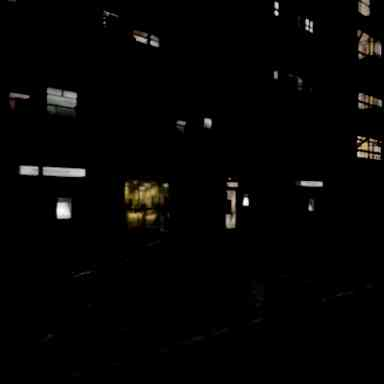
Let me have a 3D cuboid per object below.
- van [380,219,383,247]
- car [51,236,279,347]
[{"bbox_3d":[8.955,1.482,12.945,3.998,1.788,1.690,1,0,-36],"label":"van"},{"bbox_3d":[-0.263,1.576,6.366,4.507,1.381,1.887,1,0,-36],"label":"car"}]
